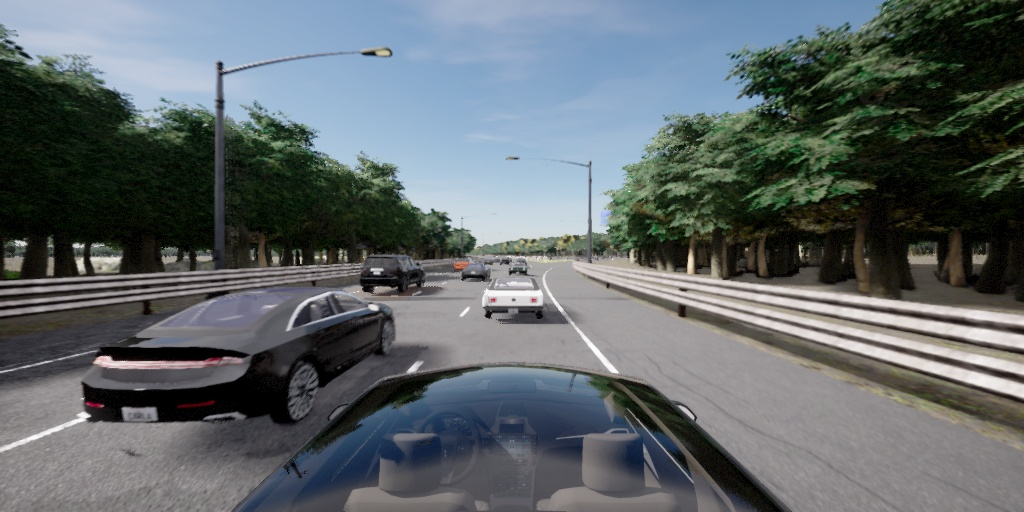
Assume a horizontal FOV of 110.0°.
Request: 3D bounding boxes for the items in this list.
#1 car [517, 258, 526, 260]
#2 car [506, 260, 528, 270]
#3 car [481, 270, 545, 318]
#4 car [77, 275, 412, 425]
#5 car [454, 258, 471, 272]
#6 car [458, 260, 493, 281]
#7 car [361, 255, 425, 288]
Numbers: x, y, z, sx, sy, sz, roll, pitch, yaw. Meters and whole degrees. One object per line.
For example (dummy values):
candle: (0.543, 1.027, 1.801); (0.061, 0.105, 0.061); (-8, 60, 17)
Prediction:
car: (1.455, 1.157, 58.564); (1.837, 1.490, 4.892); (0, 0, 2)
car: (0.649, 1.317, 36.819); (1.895, 1.301, 4.718); (0, 0, 2)
car: (0.075, 1.352, 12.954); (1.895, 1.301, 4.718); (0, 0, 1)
car: (-3.405, 1.240, 5.721); (2.128, 1.511, 4.902); (0, 0, 0)
car: (-5.948, 1.036, 45.627); (2.097, 1.767, 4.553); (0, 0, 2)
car: (-2.983, 1.293, 30.226); (1.994, 1.385, 4.181); (0, 0, 2)
car: (-6.745, 0.963, 20.760); (2.150, 2.045, 5.566); (0, 0, 1)
